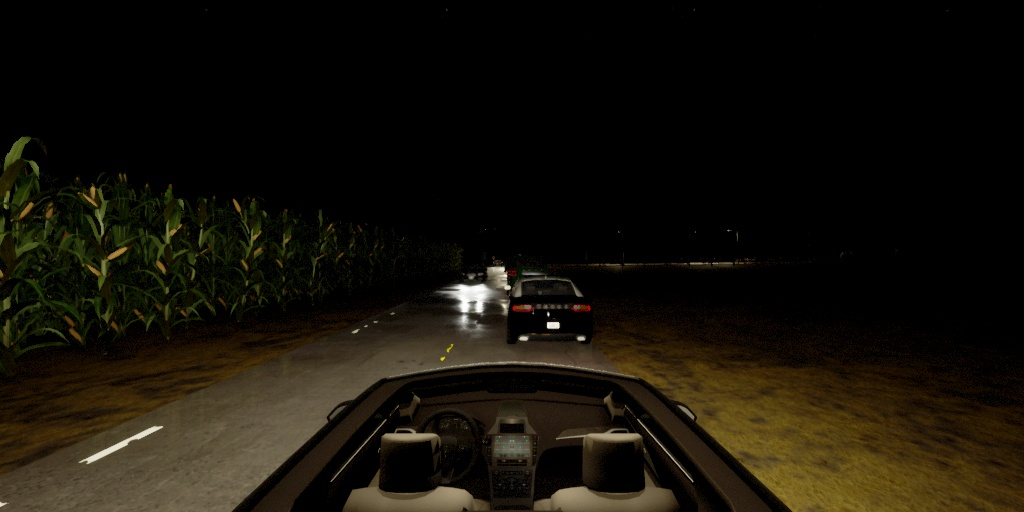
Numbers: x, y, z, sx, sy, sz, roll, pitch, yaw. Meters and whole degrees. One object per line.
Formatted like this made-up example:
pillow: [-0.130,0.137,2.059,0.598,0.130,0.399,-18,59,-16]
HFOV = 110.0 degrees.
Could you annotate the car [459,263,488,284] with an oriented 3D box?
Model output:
car: [-2.875,1.284,27.713,2.128,1.511,4.902,0,0,0]

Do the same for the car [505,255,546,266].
car: [0.807,0.994,19.639,2.150,2.045,5.566,0,0,0]

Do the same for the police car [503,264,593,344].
police car: [0.817,1.179,9.717,1.930,1.638,5.238,0,0,0]
